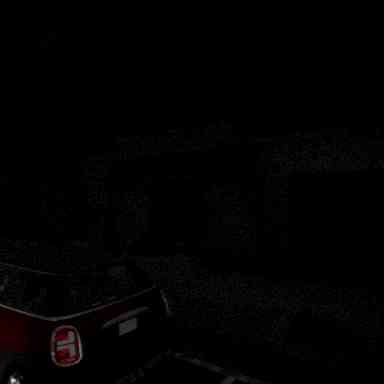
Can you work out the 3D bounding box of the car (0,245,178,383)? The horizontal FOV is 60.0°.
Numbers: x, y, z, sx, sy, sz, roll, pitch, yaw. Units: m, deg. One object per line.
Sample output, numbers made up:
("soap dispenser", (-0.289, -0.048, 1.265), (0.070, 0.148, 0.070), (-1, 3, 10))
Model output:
("car", (-2.264, 1.483, 4.691), (4.097, 1.590, 1.967), (-1, 0, 35))
